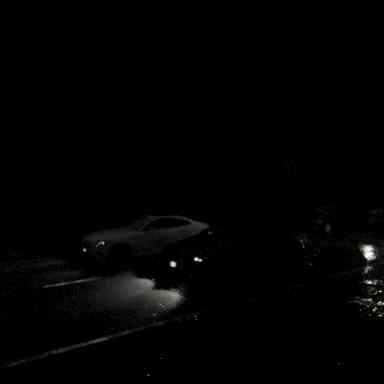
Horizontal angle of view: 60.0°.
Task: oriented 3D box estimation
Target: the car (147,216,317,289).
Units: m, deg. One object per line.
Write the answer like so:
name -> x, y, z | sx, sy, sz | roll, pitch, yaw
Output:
car -> 1.190, 1.518, 9.055 | 4.181, 1.385, 1.994 | -1, 0, -35

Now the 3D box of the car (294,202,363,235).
car -> 7.386, 1.309, 17.731 | 5.008, 1.535, 1.882 | -1, 1, -35

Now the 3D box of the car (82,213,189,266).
car -> -1.380, 1.485, 11.528 | 4.674, 1.442, 1.812 | 0, 0, -35

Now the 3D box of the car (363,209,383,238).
car -> 10.305, 1.291, 15.514 | 5.008, 1.535, 1.882 | -1, 1, -35
